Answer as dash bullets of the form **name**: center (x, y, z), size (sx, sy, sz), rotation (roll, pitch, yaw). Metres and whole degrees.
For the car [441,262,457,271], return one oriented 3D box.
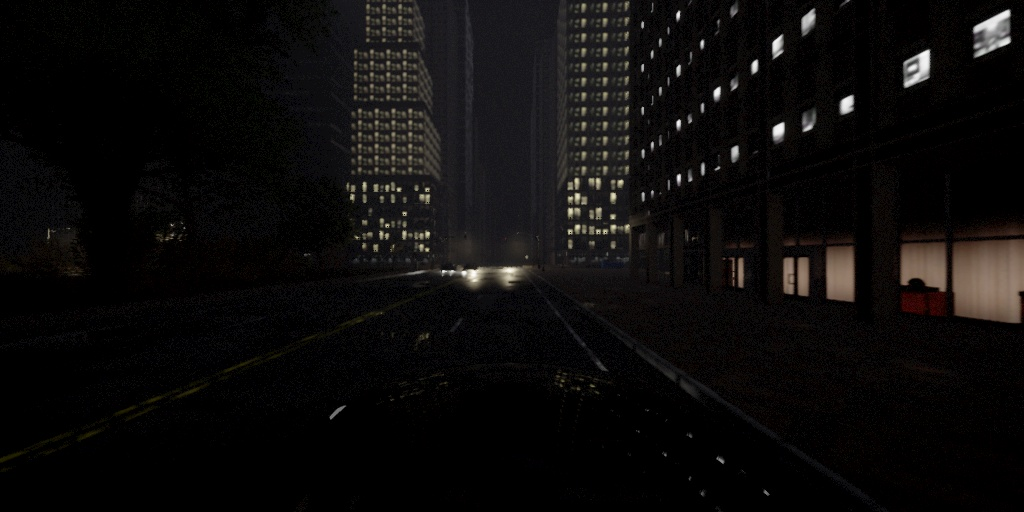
- **car**: center (-9.805, 1.621, 55.915), size (1.994, 1.385, 4.181), rotation (0, -1, 0)

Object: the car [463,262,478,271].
- **car**: center (-6.545, 1.662, 56.555), size (1.895, 1.301, 4.718), rotation (0, 0, 0)
